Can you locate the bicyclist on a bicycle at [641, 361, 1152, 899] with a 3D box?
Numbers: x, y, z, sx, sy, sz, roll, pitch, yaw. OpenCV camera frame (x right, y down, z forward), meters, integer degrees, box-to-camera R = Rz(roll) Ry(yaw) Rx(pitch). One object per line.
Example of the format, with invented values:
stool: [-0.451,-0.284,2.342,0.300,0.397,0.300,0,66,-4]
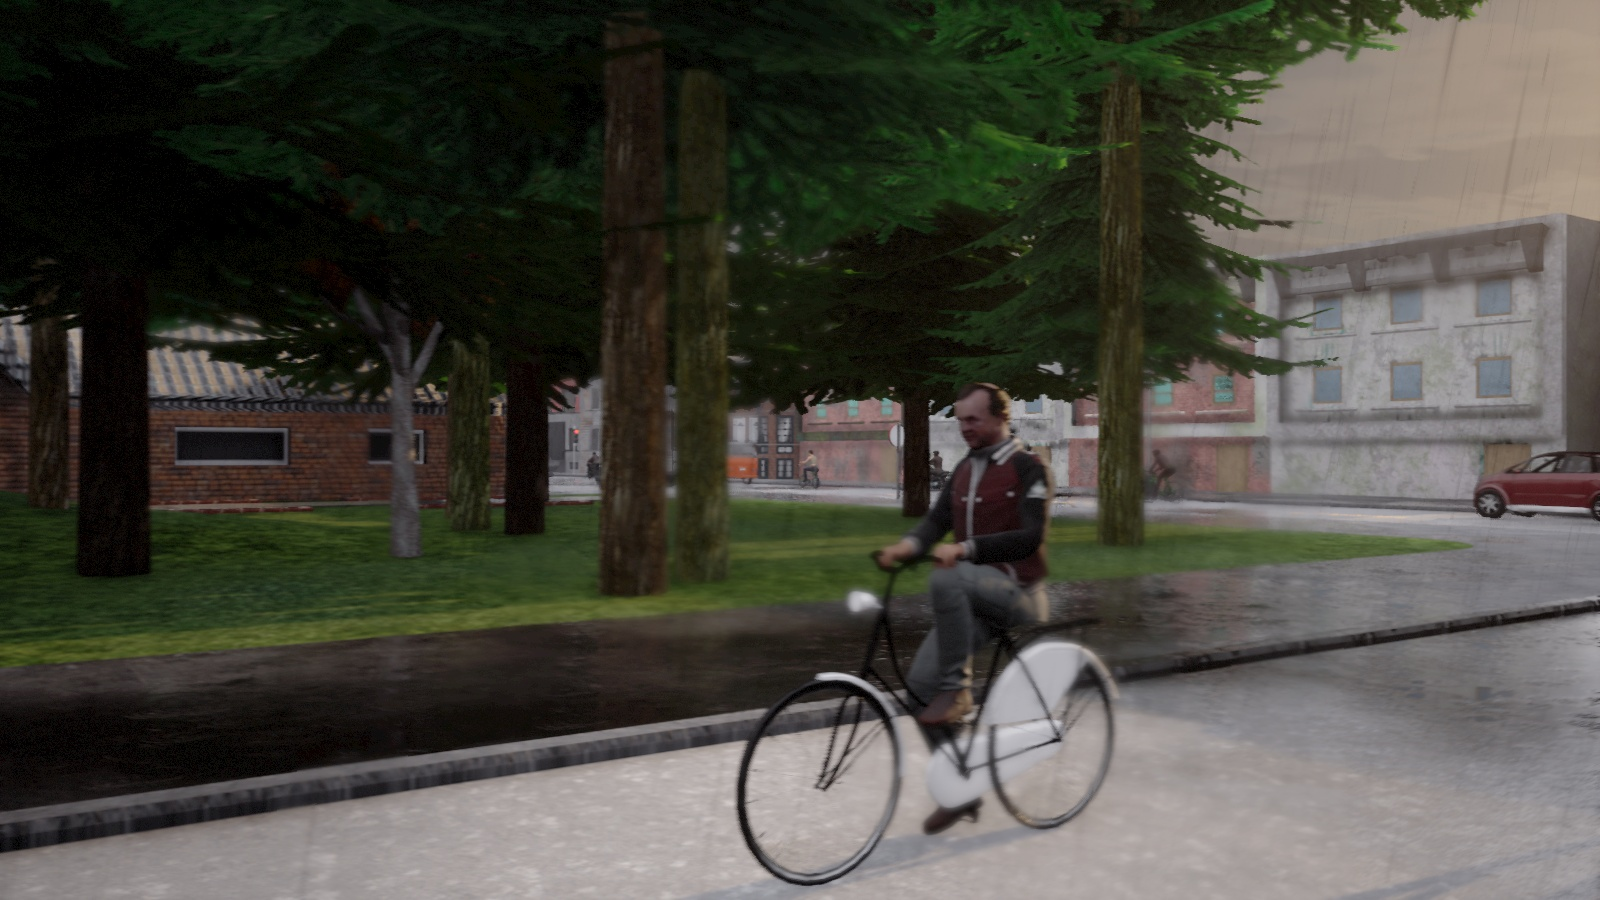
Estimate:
bicyclist on a bicycle: [0.403,0.625,4.552,1.843,1.776,0.659,0,0,-35]

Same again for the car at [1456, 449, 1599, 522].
car: [17.060,0.754,28.203,1.789,1.549,3.705,0,0,-32]

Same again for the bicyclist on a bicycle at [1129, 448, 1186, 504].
bicyclist on a bicycle: [10.670,0.765,37.524,0.582,1.620,1.656,0,0,-34]

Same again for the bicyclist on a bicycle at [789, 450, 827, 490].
bicyclist on a bicycle: [0.331,0.806,52.576,0.866,1.612,1.509,0,1,-35]

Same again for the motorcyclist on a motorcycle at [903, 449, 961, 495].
motorcyclist on a motorcycle: [4.815,0.795,46.046,0.766,1.649,2.350,0,0,-35]

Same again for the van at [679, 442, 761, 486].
van: [-3.791,0.647,58.566,1.775,1.987,4.442,0,0,-35]
